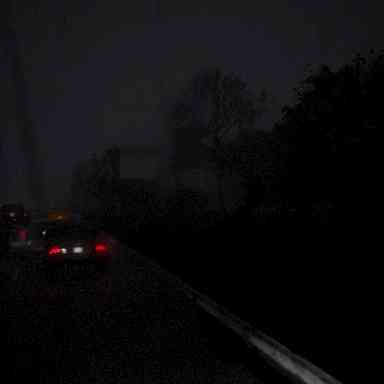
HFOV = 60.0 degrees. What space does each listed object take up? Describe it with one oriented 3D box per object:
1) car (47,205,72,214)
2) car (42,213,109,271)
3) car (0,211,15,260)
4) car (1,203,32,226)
[{"bbox_3d":[-11.330,1.854,28.489,1.882,1.535,5.008,0,0,-23],"label":"car"},{"bbox_3d":[-4.137,1.698,11.596,2.033,1.411,5.357,0,-1,-23],"label":"car"},{"bbox_3d":[-7.971,1.694,12.350,1.837,1.490,4.892,0,0,-23],"label":"car"},{"bbox_3d":[-13.880,1.724,26.161,2.097,1.767,4.553,0,-1,-23],"label":"car"}]
